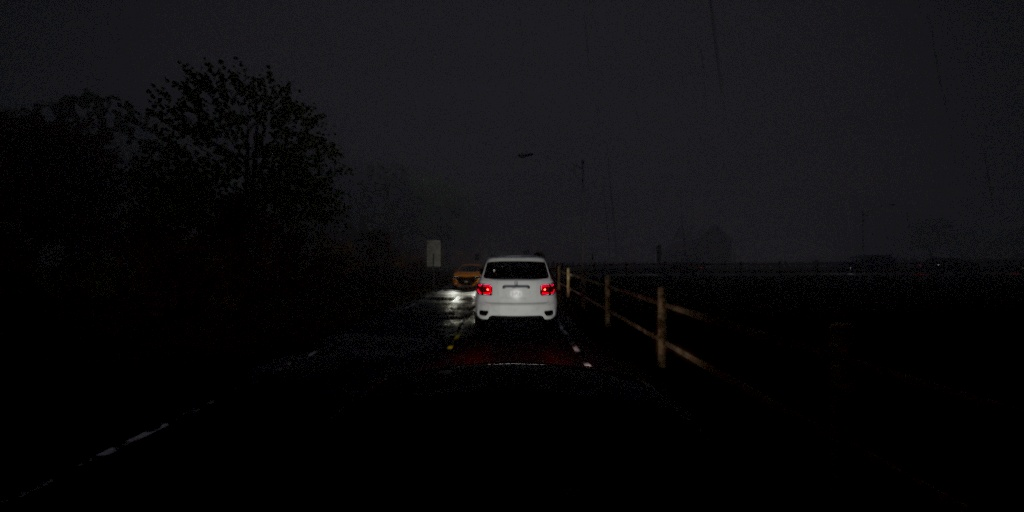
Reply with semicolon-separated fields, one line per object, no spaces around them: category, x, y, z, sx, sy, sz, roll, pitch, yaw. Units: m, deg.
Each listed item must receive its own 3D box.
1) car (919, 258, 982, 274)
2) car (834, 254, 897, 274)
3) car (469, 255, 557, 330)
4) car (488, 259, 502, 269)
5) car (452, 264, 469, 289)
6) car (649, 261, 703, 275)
car;44.620;0.943;36.532;4.553;1.767;2.097;0;-1;0
car;38.712;0.866;39.328;5.566;2.045;2.150;0;-1;-1
car;0.121;0.991;11.377;2.150;2.045;5.566;0;0;0
car;-2.685;1.305;58.033;2.128;1.511;4.902;0;0;0
car;-2.693;1.264;23.703;1.882;1.535;5.008;0;0;0
car;17.842;1.284;39.040;5.357;1.411;2.033;0;-1;-1
